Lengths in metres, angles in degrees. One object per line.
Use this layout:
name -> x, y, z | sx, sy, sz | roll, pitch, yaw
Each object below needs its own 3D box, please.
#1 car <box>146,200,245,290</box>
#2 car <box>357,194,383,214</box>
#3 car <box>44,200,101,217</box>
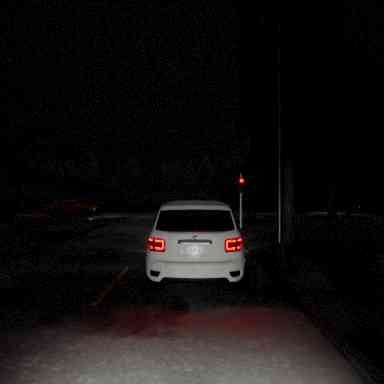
car -> 0.103, 1.221, 9.207 | 2.150, 2.045, 5.566 | 0, 0, 1
car -> 20.224, 1.221, 34.627 | 5.566, 2.045, 2.150 | 0, 0, 0
car -> -10.951, 1.477, 30.574 | 5.008, 1.535, 1.882 | 0, 0, 5
